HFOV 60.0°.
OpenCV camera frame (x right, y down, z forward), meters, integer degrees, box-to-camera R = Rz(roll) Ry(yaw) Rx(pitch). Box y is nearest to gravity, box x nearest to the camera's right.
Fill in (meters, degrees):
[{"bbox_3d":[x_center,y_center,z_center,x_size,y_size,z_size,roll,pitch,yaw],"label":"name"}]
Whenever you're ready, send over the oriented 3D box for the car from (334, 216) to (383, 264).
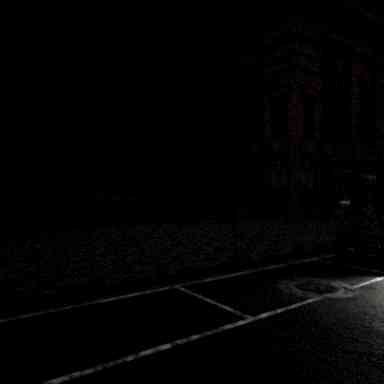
[{"bbox_3d":[6.782,1.542,11.639,4.507,1.381,1.887,0,1,-36],"label":"car"}]
